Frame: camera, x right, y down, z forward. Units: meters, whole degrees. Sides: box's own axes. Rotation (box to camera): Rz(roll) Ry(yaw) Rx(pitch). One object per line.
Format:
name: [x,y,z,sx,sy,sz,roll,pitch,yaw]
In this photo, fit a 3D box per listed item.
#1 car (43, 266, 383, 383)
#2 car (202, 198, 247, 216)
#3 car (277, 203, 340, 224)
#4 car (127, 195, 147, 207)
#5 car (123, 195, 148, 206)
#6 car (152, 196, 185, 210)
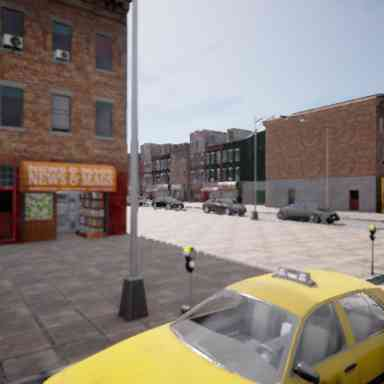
car: [0.884,1.523,3.436,4.829,1.417,1.752,0,0,-36]
car: [2.902,1.326,30.249,1.837,1.490,4.892,0,0,-36]
car: [8.021,1.447,23.151,1.994,1.385,4.181,0,0,-36]
car: [-8.740,1.309,46.470,2.033,1.411,5.357,0,0,-35]
car: [-8.836,1.256,51.563,1.882,1.535,5.008,0,0,-36]
car: [-2.749,1.249,38.096,1.882,1.535,5.008,0,0,-36]
